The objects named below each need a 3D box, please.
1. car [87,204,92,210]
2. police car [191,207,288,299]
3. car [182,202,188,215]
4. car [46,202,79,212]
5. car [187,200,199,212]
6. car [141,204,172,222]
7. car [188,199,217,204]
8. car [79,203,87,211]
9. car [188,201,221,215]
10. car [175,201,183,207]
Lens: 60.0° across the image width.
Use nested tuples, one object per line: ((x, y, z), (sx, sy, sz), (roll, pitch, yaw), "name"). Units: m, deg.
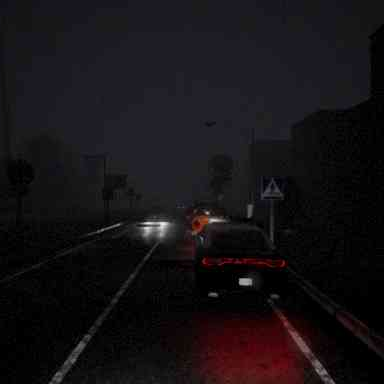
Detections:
((-21.804, 2.706, 61.806), (5.008, 1.535, 2.097), (0, -1, 0), "car")
((1.002, 1.453, 8.743), (1.930, 1.638, 5.238), (1, 0, 0), "police car")
((0.112, 2.371, 46.176), (2.128, 1.511, 4.902), (0, -1, 0), "car")
((-21.822, 2.586, 55.258), (4.674, 1.452, 2.002), (0, -1, 0), "car")
((0.150, 2.441, 60.246), (2.150, 2.045, 5.566), (0, -1, 0), "car")
((-3.296, 2.076, 31.134), (1.994, 1.385, 4.181), (0, -1, 0), "car")
((1.009, 1.578, 24.691), (2.150, 2.045, 5.566), (0, -1, 0), "car")
((-21.806, 2.627, 58.534), (4.892, 1.521, 2.231), (0, -1, 0), "car")
((0.995, 1.560, 18.626), (2.097, 1.767, 4.553), (0, -1, 0), "car")
((-2.981, 3.607, 94.929), (2.033, 1.411, 5.357), (0, -1, 0), "car")
